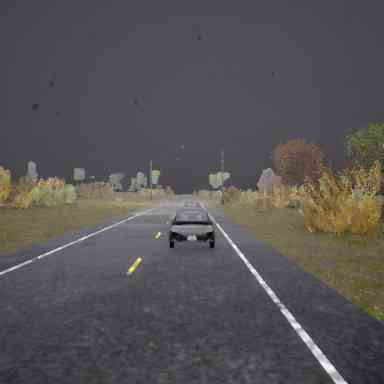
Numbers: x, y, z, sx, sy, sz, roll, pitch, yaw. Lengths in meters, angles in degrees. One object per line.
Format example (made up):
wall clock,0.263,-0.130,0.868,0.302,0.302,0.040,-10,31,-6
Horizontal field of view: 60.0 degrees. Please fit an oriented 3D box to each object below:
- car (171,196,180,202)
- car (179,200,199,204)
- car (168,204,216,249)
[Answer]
car,-3.760,1.560,75.946,1.994,1.385,4.181,0,0,-3
car,0.000,1.582,29.651,1.994,1.385,4.181,0,0,0
car,0.000,1.497,14.651,2.128,1.511,4.902,0,0,0
